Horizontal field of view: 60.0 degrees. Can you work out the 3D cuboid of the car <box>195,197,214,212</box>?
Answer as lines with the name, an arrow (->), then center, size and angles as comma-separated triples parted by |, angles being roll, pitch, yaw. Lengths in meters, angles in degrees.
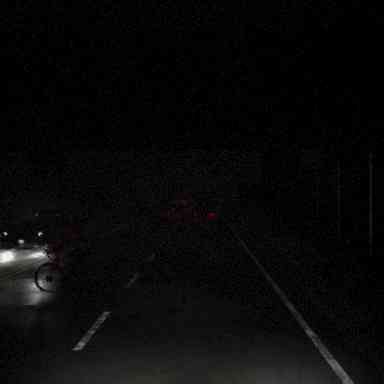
car -> 1.397, 1.352, 38.321 | 2.097, 1.767, 4.553 | 0, 0, 2

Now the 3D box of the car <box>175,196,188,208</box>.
car -> -1.728, 1.352, 48.412 | 2.097, 1.767, 4.553 | 0, 0, 2

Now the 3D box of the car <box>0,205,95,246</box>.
car -> -6.574, 1.548, 15.653 | 2.033, 1.411, 5.357 | 0, 0, 2

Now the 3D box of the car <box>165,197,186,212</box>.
car -> -2.044, 1.601, 39.433 | 1.895, 1.301, 4.718 | 0, 0, 2

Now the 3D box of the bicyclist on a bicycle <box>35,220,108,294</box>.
bicyclist on a bicycle -> -2.673, 1.452, 7.346 | 1.656, 1.620, 0.582 | 0, 0, 2

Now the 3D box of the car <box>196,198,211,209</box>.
car -> 1.710, 1.547, 47.722 | 2.033, 1.411, 5.357 | 0, 0, 3

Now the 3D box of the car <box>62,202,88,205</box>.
car -> -9.681, 1.601, 24.577 | 1.895, 1.301, 4.718 | 0, 0, 2

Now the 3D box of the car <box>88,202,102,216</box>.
car -> -9.568, 1.601, 29.454 | 1.895, 1.301, 4.718 | 0, 0, 2
